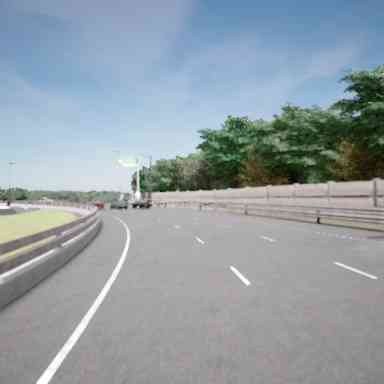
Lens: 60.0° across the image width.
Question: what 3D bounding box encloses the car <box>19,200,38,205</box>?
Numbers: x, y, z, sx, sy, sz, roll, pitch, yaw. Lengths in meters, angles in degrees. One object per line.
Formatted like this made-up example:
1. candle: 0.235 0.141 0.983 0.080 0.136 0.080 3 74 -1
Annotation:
1. car: -40.295 2.628 81.125 4.892 1.490 1.837 -1 -1 35

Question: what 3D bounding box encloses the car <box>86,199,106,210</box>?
1. car: -15.812 2.141 54.297 1.882 1.535 5.008 0 -1 -34

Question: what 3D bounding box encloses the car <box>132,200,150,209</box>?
1. car: -8.757 2.102 56.207 1.882 1.535 5.008 0 -1 -31

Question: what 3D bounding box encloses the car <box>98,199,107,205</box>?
1. car: -24.301 2.610 90.131 2.128 1.511 4.902 0 -1 -16

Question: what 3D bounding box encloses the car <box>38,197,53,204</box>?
1. car: -36.923 2.343 82.948 5.566 2.045 2.150 -1 -1 38

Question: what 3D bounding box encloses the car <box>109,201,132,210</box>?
1. car: -12.168 2.205 55.048 1.994 1.385 4.181 0 -1 -34
